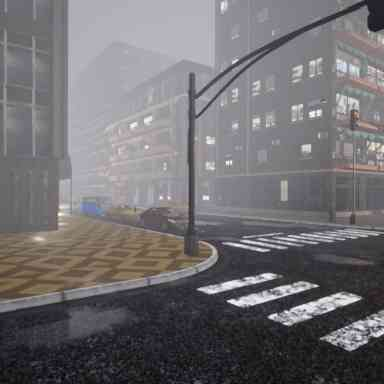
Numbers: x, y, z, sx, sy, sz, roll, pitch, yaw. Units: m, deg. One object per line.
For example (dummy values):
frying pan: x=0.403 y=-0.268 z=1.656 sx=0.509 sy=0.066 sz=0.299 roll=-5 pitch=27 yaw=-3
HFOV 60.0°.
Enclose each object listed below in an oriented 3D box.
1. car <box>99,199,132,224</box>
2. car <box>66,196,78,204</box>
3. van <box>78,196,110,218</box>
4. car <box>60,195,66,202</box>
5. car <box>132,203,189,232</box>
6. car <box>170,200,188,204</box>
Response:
car: x=-4.883 y=1.458 z=24.289 sx=1.752 sy=1.417 sz=4.829 roll=0 pitch=0 yaw=-36
car: x=-21.375 y=1.447 z=61.667 sx=1.752 sy=1.417 sz=4.829 roll=0 pitch=0 yaw=-36
van: x=-8.282 y=1.265 z=29.030 sx=1.690 sy=1.788 sz=3.998 roll=0 pitch=0 yaw=-36
car: x=-27.877 y=1.360 z=70.733 sx=1.967 sy=1.590 sz=4.097 roll=0 pitch=0 yaw=-36
car: x=-1.683 y=1.525 z=19.825 sx=1.802 sy=1.307 sz=4.206 roll=0 pitch=0 yaw=-36
car: x=-1.572 y=1.487 z=34.051 sx=1.752 sy=1.417 sz=4.829 roll=0 pitch=0 yaw=-36
